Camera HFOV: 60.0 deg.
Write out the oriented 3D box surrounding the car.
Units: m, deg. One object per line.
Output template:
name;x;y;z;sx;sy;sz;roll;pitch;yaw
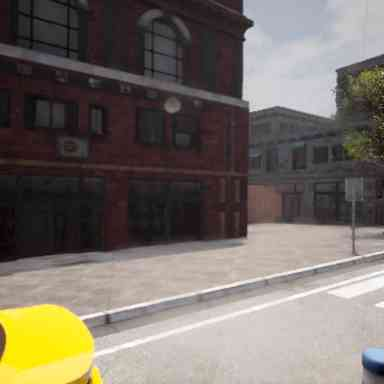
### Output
car;-2.966;1.479;1.571;5.008;1.535;1.882;0;0;-35
